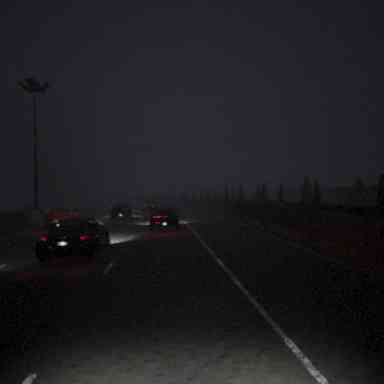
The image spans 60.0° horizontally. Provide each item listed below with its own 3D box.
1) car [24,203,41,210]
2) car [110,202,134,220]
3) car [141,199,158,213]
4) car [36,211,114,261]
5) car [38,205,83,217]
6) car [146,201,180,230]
[{"bbox_3d":[-20.483,2.128,43.282,1.994,1.385,4.181,-1,0,-18],"label":"car"},{"bbox_3d":[-6.576,1.749,31.121,1.837,1.490,4.892,-1,0,-9],"label":"car"},{"bbox_3d":[-5.106,1.604,40.856,2.097,1.767,4.553,-1,0,-14],"label":"car"},{"bbox_3d":[-4.491,1.701,13.069,1.994,1.385,4.181,-1,0,-5],"label":"car"},{"bbox_3d":[-9.089,1.746,24.058,1.882,1.535,5.008,-1,0,-7],"label":"car"},{"bbox_3d":[-1.856,1.625,22.121,1.837,1.490,4.892,-1,0,-5],"label":"car"}]
